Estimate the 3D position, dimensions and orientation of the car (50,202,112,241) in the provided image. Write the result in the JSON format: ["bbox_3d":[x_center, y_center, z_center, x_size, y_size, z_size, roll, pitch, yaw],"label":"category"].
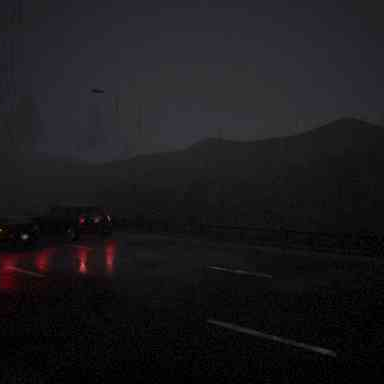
[{"bbox_3d":[-6.212,1.367,16.898,4.553,1.767,2.097,0,0,36],"label":"car"}]

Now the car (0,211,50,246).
[{"bbox_3d":[-8.269,1.534,14.066,4.674,1.442,1.812,0,0,36],"label":"car"}]
